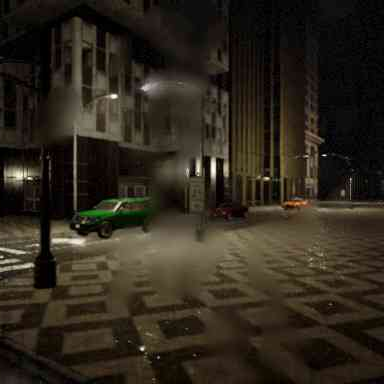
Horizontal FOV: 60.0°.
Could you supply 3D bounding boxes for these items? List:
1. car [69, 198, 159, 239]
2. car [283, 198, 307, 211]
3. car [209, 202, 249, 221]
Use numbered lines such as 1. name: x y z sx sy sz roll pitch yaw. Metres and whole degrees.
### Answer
1. car: -4.280 1.409 19.307 2.150 2.045 5.566 0 0 35
2. car: 14.014 1.635 45.146 2.097 1.767 4.553 0 0 36
3. car: 3.417 1.710 30.230 1.882 1.535 5.008 0 0 35
